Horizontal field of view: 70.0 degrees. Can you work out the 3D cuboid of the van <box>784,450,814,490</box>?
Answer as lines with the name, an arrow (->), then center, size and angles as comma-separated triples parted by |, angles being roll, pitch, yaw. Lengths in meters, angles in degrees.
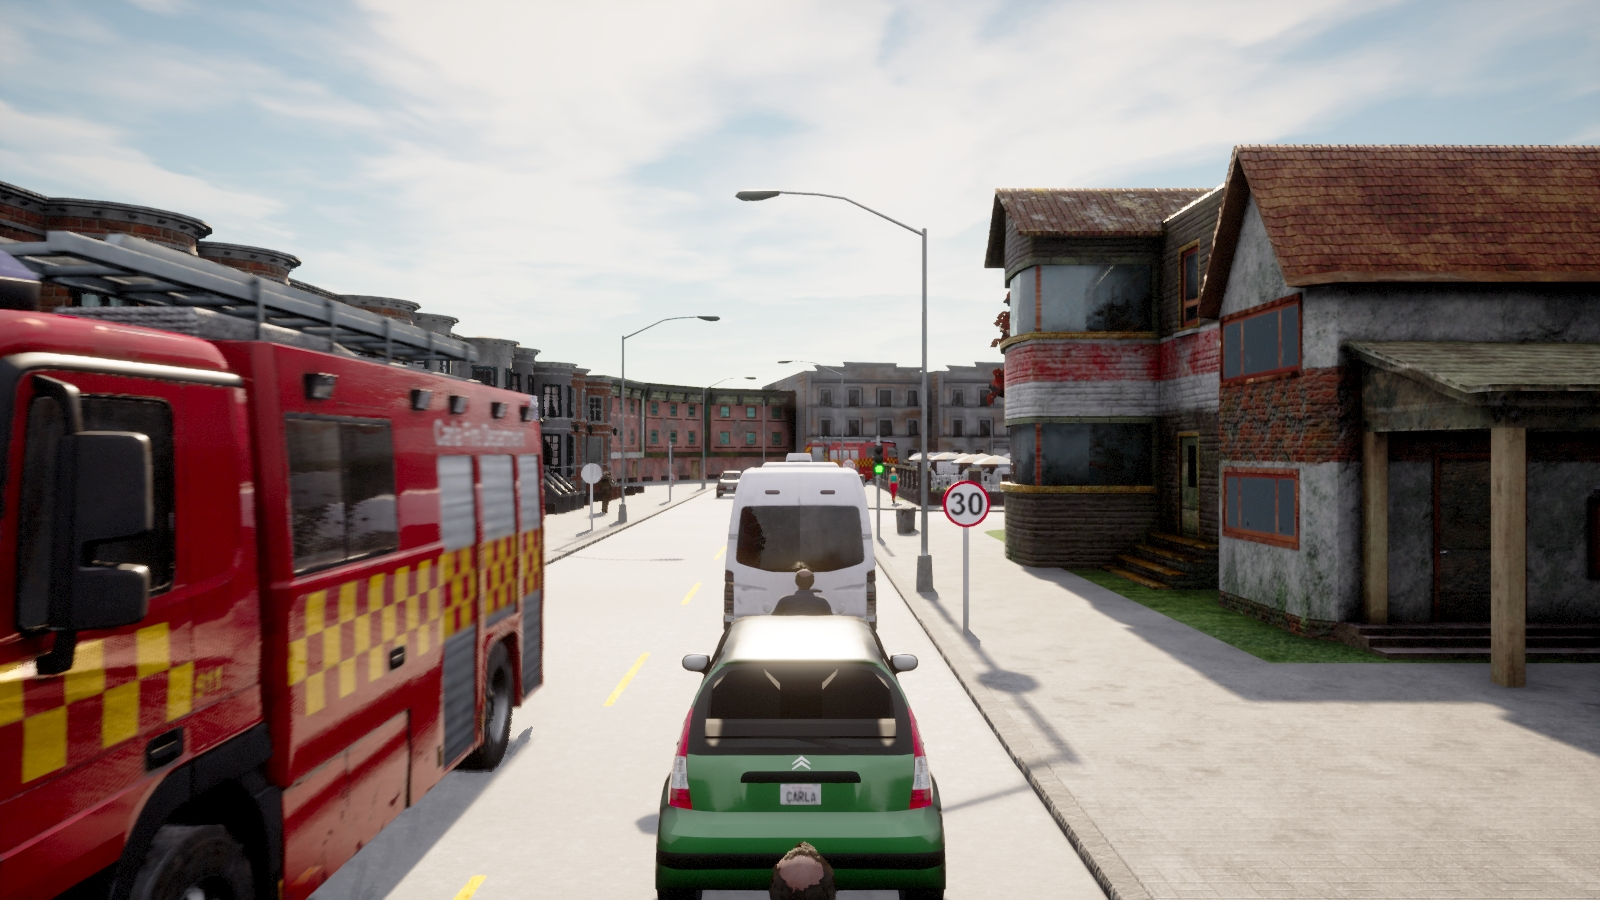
van -> -0.059, 1.286, 76.777 | 1.988, 2.561, 5.915 | 0, 0, 0

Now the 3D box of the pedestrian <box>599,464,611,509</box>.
pedestrian -> -8.159, 1.508, 47.809 | 0.375, 1.860, 0.375 | 0, 0, 19

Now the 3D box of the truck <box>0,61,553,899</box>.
truck -> -4.006, 0.667, 7.591 | 2.891, 3.827, 8.468 | 0, 0, 0

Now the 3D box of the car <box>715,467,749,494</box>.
car -> -4.014, 1.781, 67.520 | 1.789, 1.549, 3.705 | 0, 0, 0

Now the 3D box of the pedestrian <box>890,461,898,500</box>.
pedestrian -> 4.600, 1.495, 55.972 | 0.375, 1.860, 0.375 | 0, 0, 7

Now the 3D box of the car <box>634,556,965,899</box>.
car -> -0.003, 1.776, 8.384 | 1.851, 1.617, 3.988 | 0, 0, 0

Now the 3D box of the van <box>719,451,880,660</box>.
van -> -0.006, 1.308, 17.043 | 1.988, 2.561, 5.915 | 0, 0, 0
